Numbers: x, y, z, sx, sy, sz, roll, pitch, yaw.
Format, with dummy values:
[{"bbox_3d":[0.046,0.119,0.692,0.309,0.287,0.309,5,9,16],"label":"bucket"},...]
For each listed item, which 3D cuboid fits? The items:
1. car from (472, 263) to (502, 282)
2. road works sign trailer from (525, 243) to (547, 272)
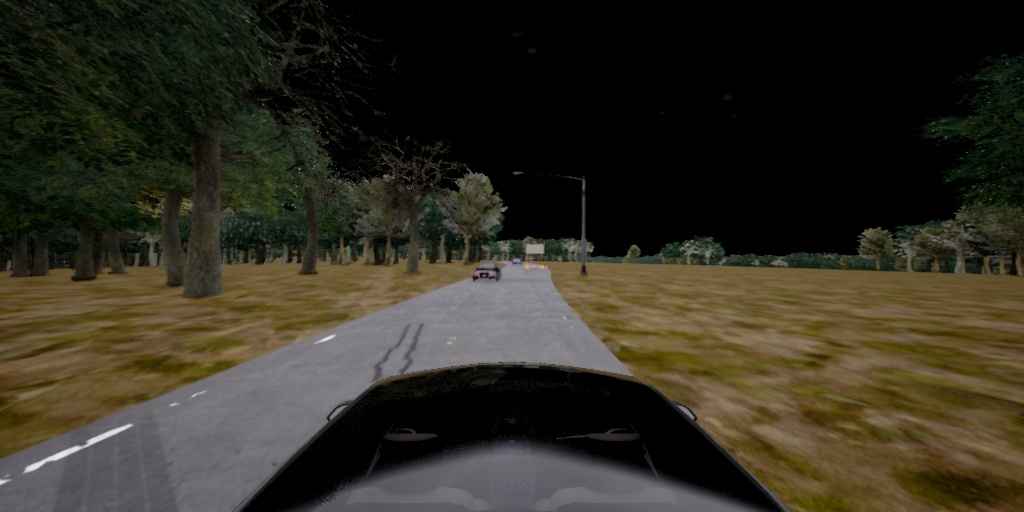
[{"bbox_3d":[-1.918,1.265,28.647,1.994,1.385,4.181,0,0,5],"label":"car"},{"bbox_3d":[2.860,0.144,45.200,2.380,3.560,2.880,0,0,4],"label":"road works sign trailer"}]
